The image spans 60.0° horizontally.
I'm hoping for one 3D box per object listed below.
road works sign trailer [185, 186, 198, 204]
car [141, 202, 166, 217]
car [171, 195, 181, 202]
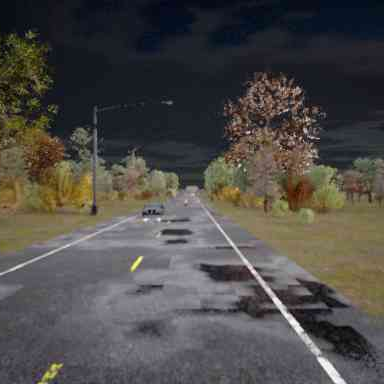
[{"bbox_3d":[0.009,0.555,63.741,2.380,3.560,2.880,0,0,0],"label":"road works sign trailer"},{"bbox_3d":[-3.588,1.605,31.740,1.994,1.385,4.181,0,0,0],"label":"car"},{"bbox_3d":[-3.489,1.449,72.984,2.128,1.511,4.902,0,0,0],"label":"car"}]
